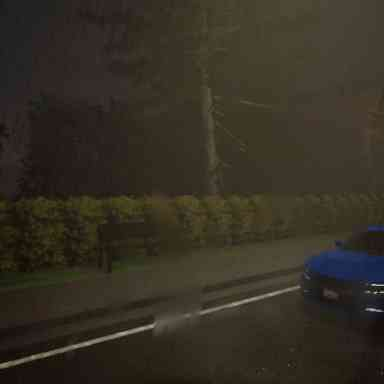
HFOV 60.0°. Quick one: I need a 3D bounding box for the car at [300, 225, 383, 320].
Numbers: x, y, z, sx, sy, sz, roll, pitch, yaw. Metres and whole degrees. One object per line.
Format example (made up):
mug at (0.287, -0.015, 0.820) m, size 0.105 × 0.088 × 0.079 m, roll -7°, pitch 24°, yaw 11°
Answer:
car at (4.388, 1.473, 7.125) m, size 5.008 × 1.535 × 1.882 m, roll 0°, pitch 0°, yaw -36°
